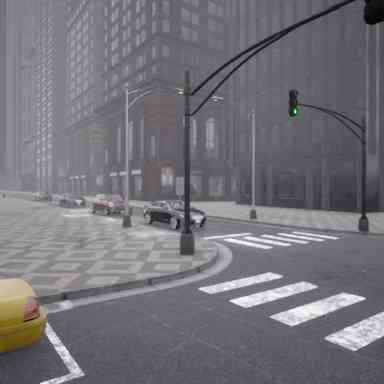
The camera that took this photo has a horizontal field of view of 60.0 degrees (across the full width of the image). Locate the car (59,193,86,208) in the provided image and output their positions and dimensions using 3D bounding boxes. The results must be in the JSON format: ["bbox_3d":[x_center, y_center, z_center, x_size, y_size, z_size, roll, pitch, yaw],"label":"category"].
[{"bbox_3d":[-12.853,0.836,35.577,2.128,1.511,4.902,0,1,-36],"label":"car"}]

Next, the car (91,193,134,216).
[{"bbox_3d":[-6.436,0.895,26.640,2.097,1.767,4.553,0,1,-35],"label":"car"}]

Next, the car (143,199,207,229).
[{"bbox_3d":[-1.104,1.203,19.218,2.128,1.511,4.902,0,1,-36],"label":"car"}]

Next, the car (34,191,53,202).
[{"bbox_3d":[-21.177,0.606,47.290,1.837,1.490,4.892,0,0,-35],"label":"car"}]

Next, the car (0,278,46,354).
[{"bbox_3d":[-4.259,1.526,3.614,4.829,1.417,1.752,0,0,-35],"label":"car"}]
